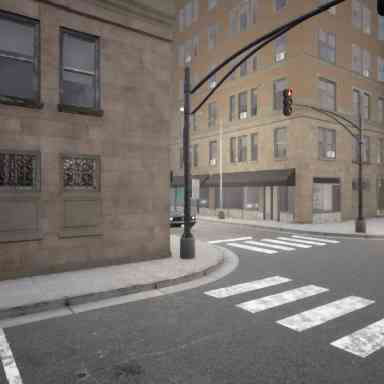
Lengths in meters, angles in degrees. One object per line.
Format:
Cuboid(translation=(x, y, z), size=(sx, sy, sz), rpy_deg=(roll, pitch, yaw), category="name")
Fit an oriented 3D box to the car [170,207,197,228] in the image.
Cuboid(translation=(-1.760, 1.502, 19.830), size=(1.895, 1.301, 4.718), rpy_deg=(0, 0, -36), category="car")
